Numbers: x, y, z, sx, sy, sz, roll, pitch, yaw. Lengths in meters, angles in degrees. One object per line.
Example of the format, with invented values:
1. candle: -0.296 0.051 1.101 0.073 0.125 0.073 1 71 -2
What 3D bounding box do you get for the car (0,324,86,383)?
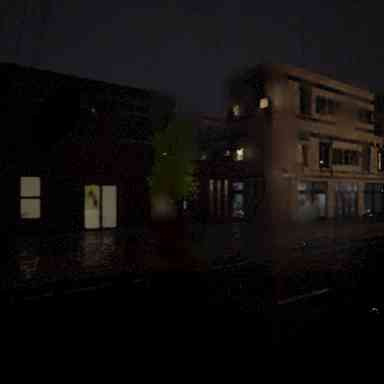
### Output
1. car: -2.945 1.589 1.542 4.718 1.301 1.895 1 0 -35
